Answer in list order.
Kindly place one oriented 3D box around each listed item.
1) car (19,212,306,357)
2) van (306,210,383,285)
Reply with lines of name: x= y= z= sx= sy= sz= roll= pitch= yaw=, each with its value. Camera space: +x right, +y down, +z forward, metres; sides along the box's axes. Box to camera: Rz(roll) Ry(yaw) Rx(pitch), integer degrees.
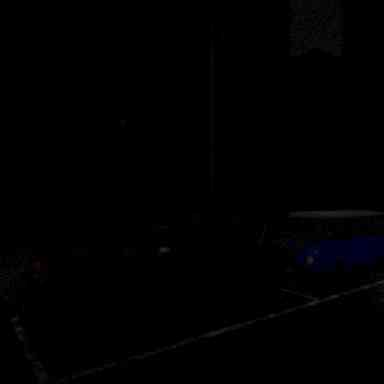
car: x=-0.383 y=1.345 z=6.263 sx=5.009 sy=1.841 sz=2.192 roll=1 pitch=-1 yaw=-36
van: x=4.094 y=1.423 z=9.459 sx=3.998 sy=1.788 sz=1.690 roll=1 pitch=-1 yaw=-36
